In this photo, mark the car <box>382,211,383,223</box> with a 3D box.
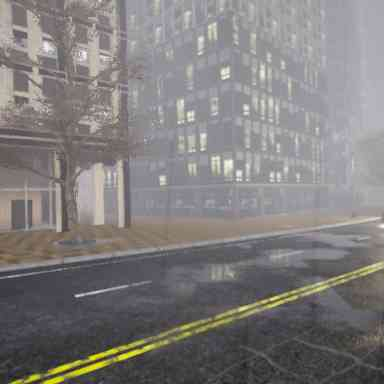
[{"bbox_3d":[17.946,1.817,28.653,1.882,1.535,5.008,-2,-1,44],"label":"car"}]
